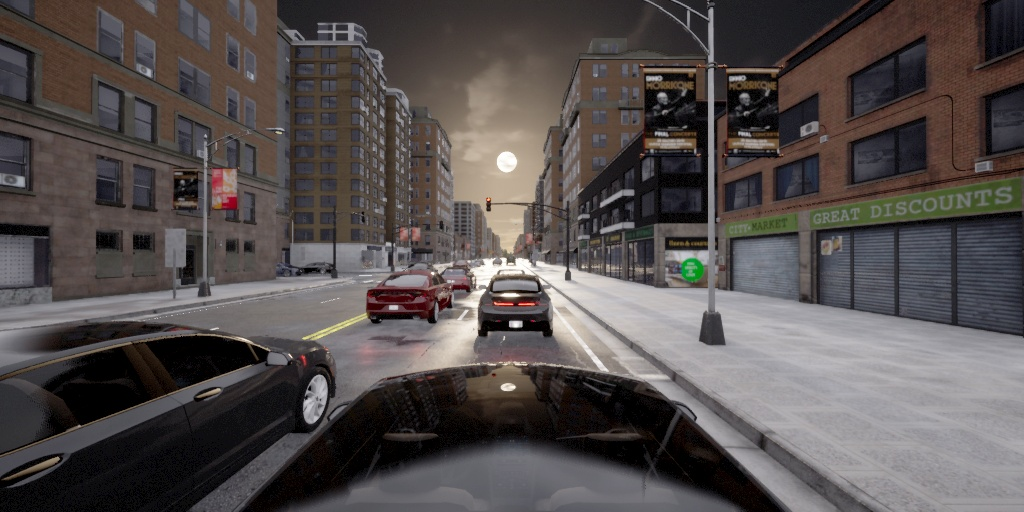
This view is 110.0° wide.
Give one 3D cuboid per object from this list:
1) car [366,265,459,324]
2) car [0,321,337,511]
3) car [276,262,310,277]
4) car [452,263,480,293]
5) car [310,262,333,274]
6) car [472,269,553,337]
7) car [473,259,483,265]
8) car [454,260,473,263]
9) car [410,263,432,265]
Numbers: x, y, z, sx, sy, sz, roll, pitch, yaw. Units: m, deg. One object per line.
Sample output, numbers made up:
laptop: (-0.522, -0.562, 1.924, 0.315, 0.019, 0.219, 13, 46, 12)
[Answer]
car: (-3.179, 1.229, 12.083, 1.882, 1.535, 5.008, 0, 0, 0)
car: (-3.152, 1.255, 2.648, 1.837, 1.490, 4.892, 0, 0, 0)
car: (-22.726, 1.316, 35.224, 4.181, 1.385, 1.994, 0, 0, 0)
car: (-3.199, 1.317, 20.977, 1.994, 1.385, 4.181, 0, 0, -1)
car: (-22.256, 1.347, 40.704, 4.313, 1.339, 1.948, 0, 0, 0)
car: (0.077, 1.256, 10.329, 1.837, 1.490, 4.892, 0, 0, 0)
car: (-6.736, 1.379, 63.225, 1.895, 1.301, 4.718, 0, 0, 0)
car: (-6.726, 1.244, 47.260, 1.882, 1.535, 5.008, 0, 0, 0)
car: (-6.668, 1.259, 25.938, 1.837, 1.490, 4.892, 0, 0, 0)
